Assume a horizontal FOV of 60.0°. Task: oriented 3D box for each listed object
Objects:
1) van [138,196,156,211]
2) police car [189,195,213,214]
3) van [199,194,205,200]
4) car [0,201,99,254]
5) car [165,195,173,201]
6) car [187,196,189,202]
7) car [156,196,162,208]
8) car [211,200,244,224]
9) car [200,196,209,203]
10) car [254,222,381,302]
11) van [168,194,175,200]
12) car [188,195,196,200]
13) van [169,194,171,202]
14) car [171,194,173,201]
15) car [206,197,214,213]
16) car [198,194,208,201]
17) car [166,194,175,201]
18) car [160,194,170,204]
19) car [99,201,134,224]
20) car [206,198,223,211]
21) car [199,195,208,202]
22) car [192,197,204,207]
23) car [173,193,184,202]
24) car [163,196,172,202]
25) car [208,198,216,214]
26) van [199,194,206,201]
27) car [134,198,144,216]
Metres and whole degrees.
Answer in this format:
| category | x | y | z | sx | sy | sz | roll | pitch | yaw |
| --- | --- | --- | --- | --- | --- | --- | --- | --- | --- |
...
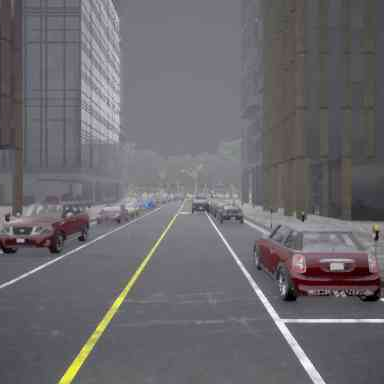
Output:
| category | x | y | z | sx | sy | sz | roll | pitch | yaw |
| --- | --- | --- | --- | --- | --- | --- | --- | --- | --- |
| van | -5.764 | 1.346 | 40.891 | 1.690 | 1.788 | 3.998 | 0 | 0 | 0 |
| police car | 0.890 | 1.432 | 36.267 | 1.930 | 1.638 | 5.238 | 0 | 0 | 0 |
| van | 2.761 | 1.381 | 95.267 | 1.690 | 1.788 | 3.998 | 0 | 0 | 0 |
| car | -5.763 | 1.315 | 13.703 | 2.192 | 1.841 | 5.009 | 0 | 0 | 0 |
| car | -5.764 | 1.555 | 84.222 | 1.752 | 1.417 | 4.829 | 0 | 0 | 0 |
| car | 0.000 | 1.373 | 73.048 | 1.882 | 1.535 | 5.008 | 0 | 0 | 0 |
| car | -5.763 | 1.558 | 46.329 | 2.008 | 1.369 | 4.403 | 0 | 0 | 0 |
| car | 2.762 | 1.552 | 24.578 | 2.008 | 1.369 | 4.403 | 0 | 0 | 0 |
| car | 2.762 | 1.566 | 73.517 | 1.887 | 1.381 | 4.507 | 0 | 0 | 0 |
| car | 2.762 | 1.439 | 8.266 | 1.967 | 1.590 | 4.097 | 0 | 0 | 0 |
| van | -5.764 | 1.381 | 95.267 | 1.690 | 1.788 | 3.998 | 0 | 0 | 0 |
| car | 0.000 | 1.450 | 87.941 | 1.994 | 1.385 | 4.181 | 0 | 0 | 0 |
| van | -5.764 | 1.359 | 68.079 | 1.690 | 1.788 | 3.998 | 0 | 0 | 0 |
| car | -5.764 | 1.547 | 73.347 | 1.752 | 1.417 | 4.829 | 0 | 0 | 0 |
| car | 2.762 | 1.548 | 35.454 | 1.887 | 1.381 | 4.507 | 0 | 0 | 0 |
| car | 2.761 | 1.345 | 84.392 | 2.192 | 1.841 | 5.009 | 0 | 0 | 0 |
| car | -5.764 | 1.475 | 89.829 | 1.967 | 1.590 | 4.097 | 0 | 0 | 0 |
| car | -5.763 | 1.580 | 62.641 | 1.947 | 1.339 | 4.313 | 0 | 0 | 0 |
| car | -5.763 | 1.583 | 24.578 | 1.802 | 1.307 | 4.206 | 0 | 0 | 0 |
| car | 2.762 | 1.531 | 41.061 | 1.752 | 1.417 | 4.829 | 0 | 0 | 0 |
| car | 2.761 | 1.466 | 78.954 | 1.967 | 1.590 | 4.097 | 0 | 0 | 0 |
| car | 0.900 | 1.537 | 52.158 | 1.812 | 1.442 | 4.674 | 0 | 0 | 0 |
| car | -3.000 | 1.247 | 76.120 | 2.150 | 2.045 | 5.566 | 0 | 0 | 0 |
| car | -5.764 | 1.591 | 78.954 | 1.947 | 1.339 | 4.313 | 0 | 0 | 0 |
| car | 2.762 | 1.547 | 30.016 | 1.887 | 1.381 | 4.507 | 0 | 0 | 0 |
| van | 2.761 | 1.376 | 89.829 | 1.690 | 1.788 | 3.998 | 0 | 0 | 0 |
| car | -5.763 | 1.528 | 29.846 | 1.752 | 1.417 | 4.829 | 0 | 0 | 0 |
